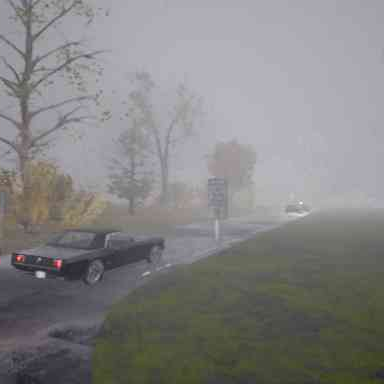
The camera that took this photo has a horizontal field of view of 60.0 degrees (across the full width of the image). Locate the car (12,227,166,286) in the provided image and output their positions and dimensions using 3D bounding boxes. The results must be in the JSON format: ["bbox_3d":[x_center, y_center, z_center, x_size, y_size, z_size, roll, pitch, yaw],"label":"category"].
[{"bbox_3d":[-2.655,1.717,9.940,1.895,1.301,4.718,1,-1,25],"label":"car"}]

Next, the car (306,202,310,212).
[{"bbox_3d":[18.242,2.404,54.799,2.128,1.511,4.902,1,-1,25],"label":"car"}]

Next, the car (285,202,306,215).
[{"bbox_3d":[13.981,2.258,45.641,1.837,1.490,4.892,1,-1,25],"label":"car"}]
